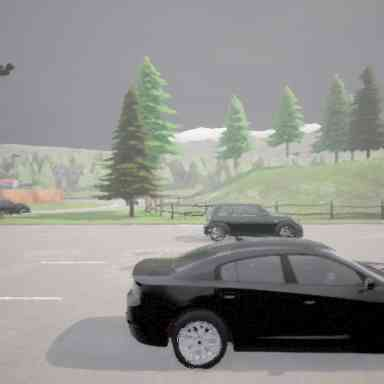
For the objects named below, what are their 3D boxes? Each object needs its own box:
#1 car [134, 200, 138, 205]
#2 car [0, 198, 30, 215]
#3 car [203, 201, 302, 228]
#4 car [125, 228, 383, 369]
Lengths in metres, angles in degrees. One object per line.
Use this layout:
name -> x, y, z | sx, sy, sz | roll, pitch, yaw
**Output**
car -> -9.873, 1.379, 54.784 | 2.128, 1.511, 4.902 | 0, 0, -12
car -> -17.806, 1.340, 31.279 | 2.097, 1.767, 4.553 | 0, 0, 45
car -> 2.761, 1.297, 15.550 | 4.553, 1.767, 2.097 | 0, 0, 1
car -> 1.541, 1.457, 5.070 | 5.008, 1.535, 1.882 | 0, 0, 1
